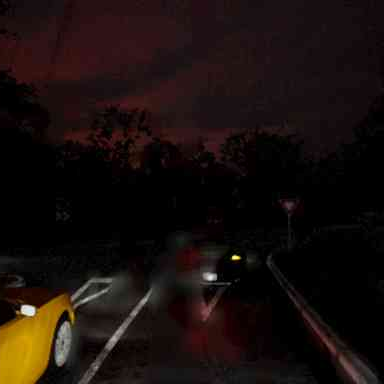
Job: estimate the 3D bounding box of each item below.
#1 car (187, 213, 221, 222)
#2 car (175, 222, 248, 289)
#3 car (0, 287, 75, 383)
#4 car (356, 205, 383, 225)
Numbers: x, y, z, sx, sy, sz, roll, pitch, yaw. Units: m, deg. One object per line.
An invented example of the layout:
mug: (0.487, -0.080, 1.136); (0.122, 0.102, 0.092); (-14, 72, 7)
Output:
car: (1.407, 3.601, 40.309); (2.150, 2.045, 5.566); (3, -4, -29)
car: (0.620, 1.843, 10.132); (1.837, 1.490, 4.892); (0, -3, 5)
car: (-2.638, 1.526, 2.784); (1.882, 1.535, 5.008); (0, -1, 1)
car: (22.290, 2.622, 39.366); (5.566, 2.045, 2.150); (-5, -3, -9)
